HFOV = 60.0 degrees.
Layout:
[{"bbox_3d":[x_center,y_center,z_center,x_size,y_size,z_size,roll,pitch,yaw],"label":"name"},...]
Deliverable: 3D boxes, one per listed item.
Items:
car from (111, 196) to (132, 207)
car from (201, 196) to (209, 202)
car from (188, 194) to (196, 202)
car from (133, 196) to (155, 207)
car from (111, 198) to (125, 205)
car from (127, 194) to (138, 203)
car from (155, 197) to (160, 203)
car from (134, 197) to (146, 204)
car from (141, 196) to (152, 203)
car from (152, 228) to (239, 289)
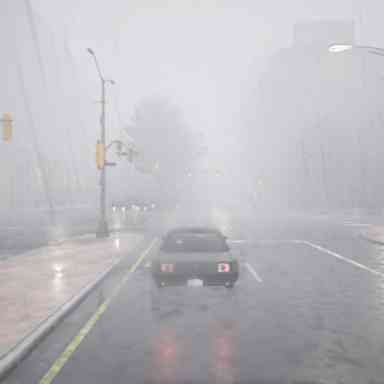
[{"bbox_3d":[-11.610,1.760,54.907,1.812,1.442,4.674,0,0,0],"label":"car"},{"bbox_3d":[3.464,1.965,86.784,1.895,1.301,4.718,0,0,0],"label":"car"},{"bbox_3d":[-0.035,1.905,85.604,2.033,1.411,5.357,0,0,0],"label":"car"},{"bbox_3d":[-8.111,1.788,56.307,2.033,1.411,5.357,0,0,0],"label":"car"},{"bbox_3d":[-14.777,1.879,66.612,1.895,1.301,4.718,0,0,0],"label":"car"},{"bbox_3d":[-11.564,1.496,64.321,2.150,2.045,5.566,0,0,1],"label":"car"},{"bbox_3d":[-8.056,1.844,65.543,1.994,1.385,4.181,0,0,1],"label":"car"},{"bbox_3d":[-11.531,1.869,74.203,1.994,1.385,4.181,0,0,0],"label":"car"},{"bbox_3d":[-11.535,1.885,84.437,2.128,1.511,4.902,0,0,0],"label":"car"},{"bbox_3d":[0.069,1.641,9.256,1.895,1.301,4.718,0,0,0],"label":"car"}]
